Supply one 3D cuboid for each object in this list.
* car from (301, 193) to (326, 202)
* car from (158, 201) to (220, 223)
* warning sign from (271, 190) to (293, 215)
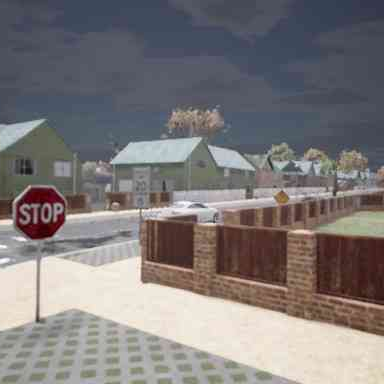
[{"bbox_3d":[15.367,0.839,41.829,1.895,1.301,4.718,2,2,35],"label":"car"},{"bbox_3d":[-0.102,1.241,19.906,1.812,1.442,4.674,2,2,36],"label":"car"},{"bbox_3d":[6.921,0.753,25.550,1.300,1.860,1.060,1,1,35],"label":"warning sign"}]
